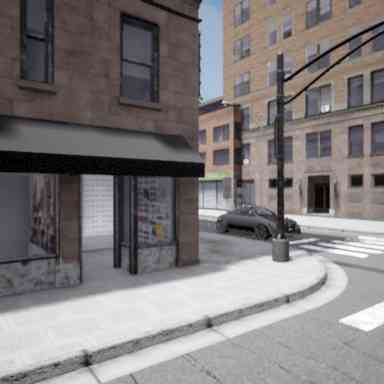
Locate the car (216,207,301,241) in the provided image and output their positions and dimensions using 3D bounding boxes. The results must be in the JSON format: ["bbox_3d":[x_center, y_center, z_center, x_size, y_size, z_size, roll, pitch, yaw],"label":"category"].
[{"bbox_3d":[3.042,1.402,15.859,1.994,1.385,4.181,0,0,-36],"label":"car"}]
